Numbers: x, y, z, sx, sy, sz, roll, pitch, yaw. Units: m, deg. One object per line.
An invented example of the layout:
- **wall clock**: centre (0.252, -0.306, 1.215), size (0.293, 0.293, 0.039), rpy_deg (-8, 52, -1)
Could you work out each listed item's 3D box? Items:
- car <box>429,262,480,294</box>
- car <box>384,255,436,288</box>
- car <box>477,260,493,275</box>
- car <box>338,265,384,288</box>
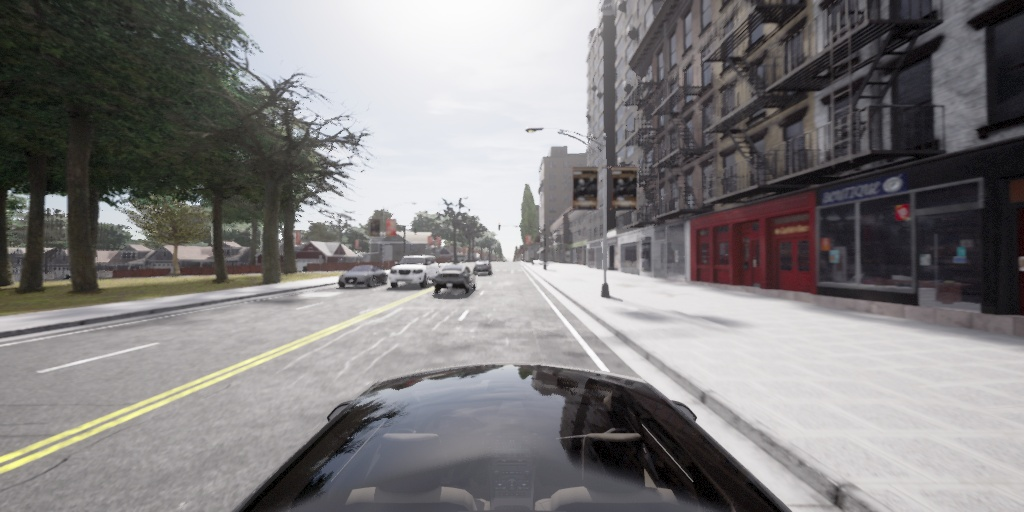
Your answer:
- **car**: centre (-3.148, 1.255, 20.469), size (1.837, 1.490, 4.892), rpy_deg (0, -1, 0)
- **car**: centre (-6.498, 0.958, 24.346), size (2.150, 2.045, 5.566), rpy_deg (0, 0, 0)
- **car**: centre (-3.144, 1.226, 39.379), size (2.128, 1.511, 4.902), rpy_deg (0, 0, 0)
- **car**: centre (-9.753, 1.316, 23.741), size (1.994, 1.385, 4.181), rpy_deg (0, 0, 0)
